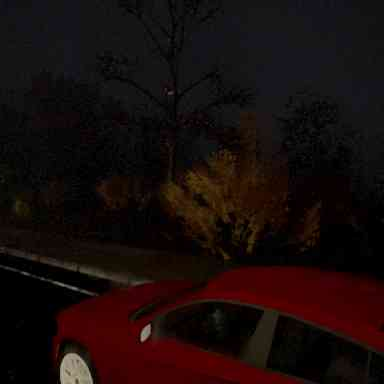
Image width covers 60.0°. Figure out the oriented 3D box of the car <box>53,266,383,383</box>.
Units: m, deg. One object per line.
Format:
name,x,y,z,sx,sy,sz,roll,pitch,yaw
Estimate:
car,0.695,1.472,3.079,5.008,1.535,1.882,0,0,36
